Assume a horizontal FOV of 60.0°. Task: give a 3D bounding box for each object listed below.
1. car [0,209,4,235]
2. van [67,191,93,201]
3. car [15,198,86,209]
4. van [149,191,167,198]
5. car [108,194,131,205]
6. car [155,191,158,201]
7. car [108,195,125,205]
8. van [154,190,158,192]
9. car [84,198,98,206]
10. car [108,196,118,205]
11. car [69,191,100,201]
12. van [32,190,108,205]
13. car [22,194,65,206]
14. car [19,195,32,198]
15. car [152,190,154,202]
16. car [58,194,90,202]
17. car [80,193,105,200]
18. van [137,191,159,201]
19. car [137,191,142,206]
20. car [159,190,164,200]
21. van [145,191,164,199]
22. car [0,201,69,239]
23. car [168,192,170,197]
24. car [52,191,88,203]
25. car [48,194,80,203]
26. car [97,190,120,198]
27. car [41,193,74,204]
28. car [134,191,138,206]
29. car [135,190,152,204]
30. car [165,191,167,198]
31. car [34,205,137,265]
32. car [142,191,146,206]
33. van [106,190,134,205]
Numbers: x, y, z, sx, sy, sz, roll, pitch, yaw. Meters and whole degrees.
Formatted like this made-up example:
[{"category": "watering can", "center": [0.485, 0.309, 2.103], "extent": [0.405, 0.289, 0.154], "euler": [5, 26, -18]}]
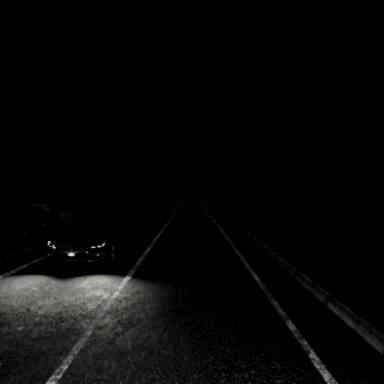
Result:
[{"category": "car", "center": [-8.838, 1.410, 10.139], "extent": [4.792, 1.488, 2.163], "euler": [0, 0, 0]}, {"category": "van", "center": [-22.134, 0.844, 65.619], "extent": [4.442, 1.987, 1.878], "euler": [0, 0, 0]}, {"category": "car", "center": [-9.063, 1.321, 18.546], "extent": [5.366, 1.575, 1.946], "euler": [0, 0, 0]}, {"category": "van", "center": [-9.083, 0.616, 88.633], "extent": [4.442, 1.987, 1.878], "euler": [0, 1, 0]}, {"category": "car", "center": [-8.890, 1.248, 32.563], "extent": [5.008, 1.535, 2.097], "euler": [0, 0, 0]}, {"category": "car", "center": [-8.921, 1.112, 57.792], "extent": [4.892, 1.521, 2.231], "euler": [0, 0, 0]}, {"category": "car", "center": [-8.862, 1.293, 29.760], "extent": [4.792, 1.488, 2.163], "euler": [0, 0, 0]}, {"category": "van", "center": [-9.048, 0.870, 60.594], "extent": [4.442, 1.987, 1.878], "euler": [0, 0, 0]}, {"category": "car", "center": [-8.910, 1.339, 21.350], "extent": [4.792, 1.488, 2.163], "euler": [0, 0, 0]}, {"category": "car", "center": [-8.859, 1.308, 26.957], "extent": [4.792, 1.488, 2.163], "euler": [0, 0, 0]}, {"category": "car", "center": [-22.049, 0.803, 68.396], "extent": [5.566, 2.045, 2.435], "euler": [0, 0, 0]}, {"category": "van", "center": [-8.768, 1.068, 24.152], "extent": [4.442, 1.987, 1.878], "euler": [0, 0, 0]}, {"category": "car", "center": [-21.811, 1.157, 48.968], "extent": [5.366, 1.575, 1.946], "euler": [0, 0, 0]}, {"category": "car", "center": [-21.998, 1.177, 46.191], "extent": [4.892, 1.521, 2.231], "euler": [0, 0, 0]}, {"category": "car", "center": [-8.888, 0.905, 49.381], "extent": [5.566, 2.045, 2.435], "euler": [0, 0, 0]}, {"category": "car", "center": [-22.199, 1.082, 62.846], "extent": [5.366, 1.575, 1.946], "euler": [0, 0, 0]}, {"category": "car", "center": [-22.056, 1.042, 73.949], "extent": [4.792, 1.488, 2.163], "euler": [0, 0, 0]}, {"category": "van", "center": [-9.058, 0.823, 69.002], "extent": [4.442, 1.987, 1.878], "euler": [0, 0, 0]}, {"category": "car", "center": [-8.875, 1.077, 40.972], "extent": [4.553, 1.767, 2.185], "euler": [0, 0, 0]}, {"category": "car", "center": [-8.910, 0.814, 66.201], "extent": [5.566, 2.045, 2.435], "euler": [0, 0, 0]}, {"category": "van", "center": [-9.072, 0.722, 80.222], "extent": [4.442, 1.987, 1.878], "euler": [0, 1, 0]}, {"category": "car", "center": [-8.869, 1.341, 15.747], "extent": [5.008, 1.535, 2.097], "euler": [0, 0, 0]}, {"category": "car", "center": [-8.958, 0.879, 85.833], "extent": [5.008, 1.535, 2.097], "euler": [0, 1, 0]}, {"category": "car", "center": [-22.039, 0.849, 60.069], "extent": [5.566, 2.045, 2.435], "euler": [0, 0, 0]}, {"category": "car", "center": [-21.978, 1.145, 57.295], "extent": [4.792, 1.488, 2.163], "euler": [0, 0, 0]}, {"category": "car", "center": [-22.016, 0.603, 87.829], "extent": [5.566, 2.045, 2.435], "euler": [0, 1, 0]}, {"category": "car", "center": [-22.034, 1.004, 54.517], "extent": [4.553, 1.767, 2.185], "euler": [0, 0, 0]}, {"category": "car", "center": [-8.934, 1.092, 38.169], "extent": [4.553, 1.767, 2.185], "euler": [0, 0, 0]}, {"category": "car", "center": [-8.885, 0.920, 46.578], "extent": [5.566, 2.045, 2.435], "euler": [0, 0, 0]}, {"category": "car", "center": [-8.981, 1.009, 77.422], "extent": [4.792, 1.488, 2.163], "euler": [0, 1, 0]}, {"category": "car", "center": [-3.249, 1.408, 11.378], "extent": [1.837, 1.490, 4.892], "euler": [0, 0, 0]}, {"category": "car", "center": [-8.878, 1.061, 43.775], "extent": [4.553, 1.767, 2.185], "euler": [0, 0, 0]}, {"category": "van", "center": [-8.782, 1.007, 35.365], "extent": [4.442, 1.987, 1.878], "euler": [0, 0, 0]}]
